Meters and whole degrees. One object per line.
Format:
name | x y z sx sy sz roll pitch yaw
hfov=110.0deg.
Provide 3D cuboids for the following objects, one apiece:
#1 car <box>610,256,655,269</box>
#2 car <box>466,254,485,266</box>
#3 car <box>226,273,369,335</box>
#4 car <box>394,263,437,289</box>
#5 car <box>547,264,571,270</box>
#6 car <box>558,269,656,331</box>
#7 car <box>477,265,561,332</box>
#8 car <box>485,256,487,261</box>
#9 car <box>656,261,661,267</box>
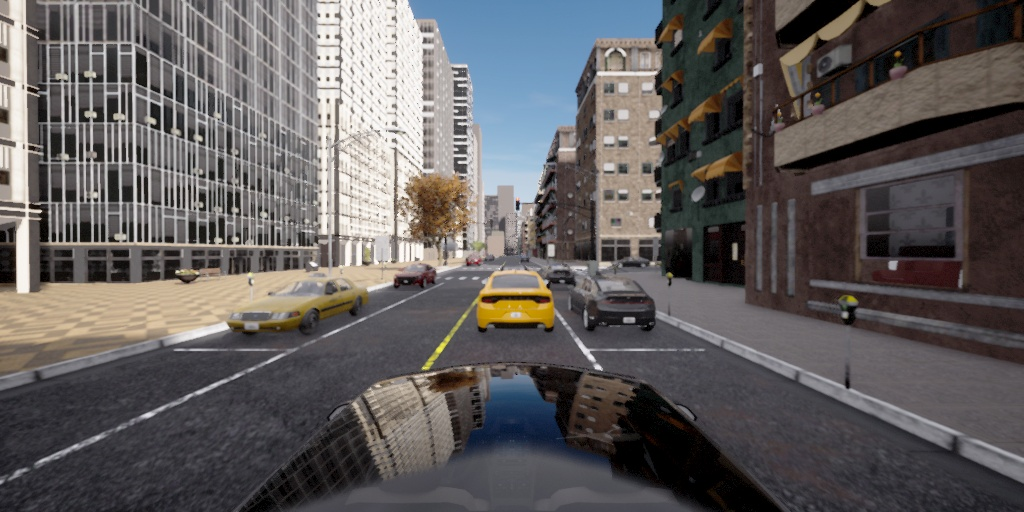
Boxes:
car | 13.448 0.727 40.892 4.403 1.370 2.007 0 0 -1
car | -5.674 0.591 53.871 2.192 1.841 5.009 0 0 0
car | -5.689 1.191 10.250 1.751 1.417 4.829 0 0 0
car | -5.685 1.107 21.485 1.888 1.381 4.507 0 0 0
car | 2.695 1.112 21.482 2.007 1.370 4.403 0 0 0
car | 2.692 1.216 10.417 2.007 1.370 4.403 0 0 0
car | 0.092 1.143 10.509 1.882 1.535 5.008 0 1 0
car | -5.672 0.795 59.394 1.948 1.339 4.313 0 0 0
car | 18.845 0.624 40.944 4.829 1.417 1.751 0 0 -1
